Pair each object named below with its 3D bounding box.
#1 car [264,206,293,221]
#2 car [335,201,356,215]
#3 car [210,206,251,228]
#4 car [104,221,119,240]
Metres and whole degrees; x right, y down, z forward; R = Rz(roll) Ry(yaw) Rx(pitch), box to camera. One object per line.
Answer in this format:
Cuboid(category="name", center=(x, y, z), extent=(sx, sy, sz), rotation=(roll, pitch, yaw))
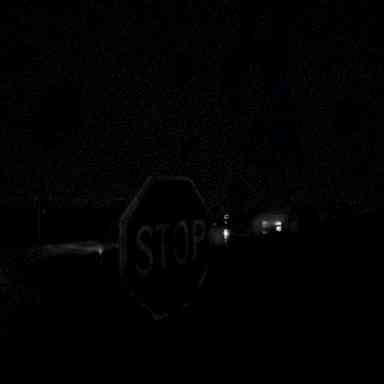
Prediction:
Cuboid(category="car", center=(9.314, 2.295, 35.769), extent=(1.837, 1.490, 4.892), rotation=(-1, -2, 35))
Cuboid(category="car", center=(23.265, 2.428, 50.438), extent=(2.150, 2.045, 5.566), rotation=(-1, -2, 35))
Cuboid(category="car", center=(3.011, 1.903, 26.855), extent=(2.097, 1.767, 4.553), rotation=(-1, -2, 35))
Cuboid(category="car", center=(-2.671, 1.820, 18.791), extent=(1.882, 1.535, 5.008), rotation=(-1, -2, 35))
